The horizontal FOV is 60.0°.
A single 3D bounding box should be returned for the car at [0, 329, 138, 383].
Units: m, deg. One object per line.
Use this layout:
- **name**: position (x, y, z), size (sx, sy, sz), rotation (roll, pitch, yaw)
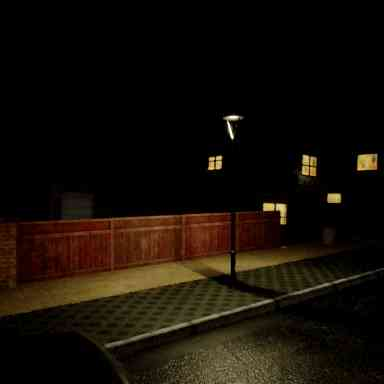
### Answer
- **car**: position (-2.671, 1.546, 1.157), size (5.357, 1.411, 2.033), rotation (0, 0, -36)
